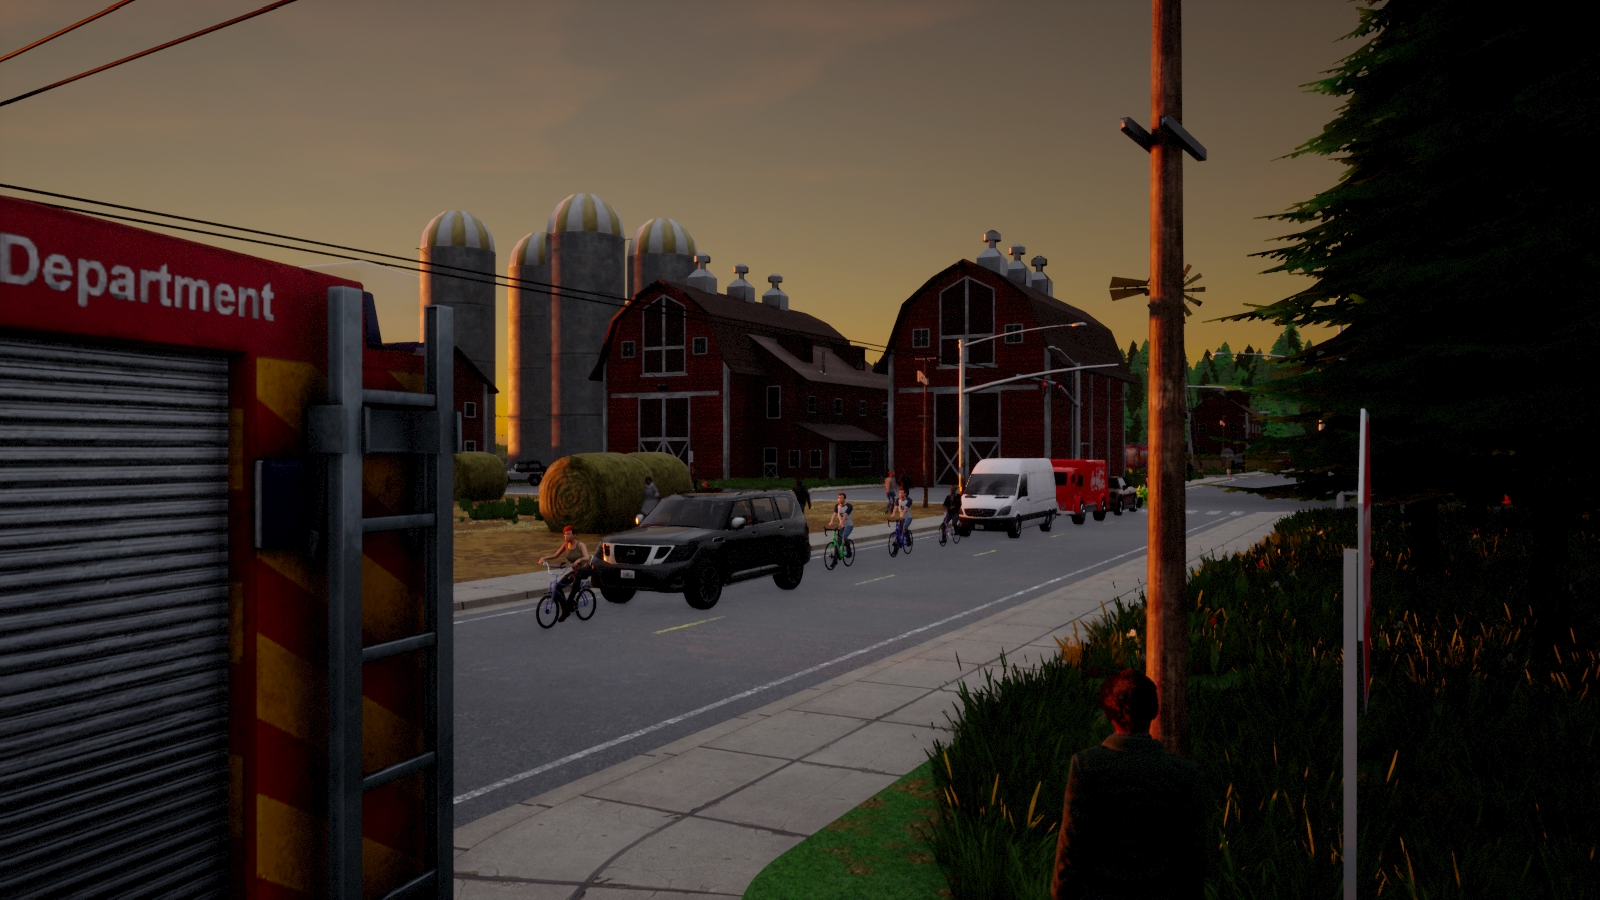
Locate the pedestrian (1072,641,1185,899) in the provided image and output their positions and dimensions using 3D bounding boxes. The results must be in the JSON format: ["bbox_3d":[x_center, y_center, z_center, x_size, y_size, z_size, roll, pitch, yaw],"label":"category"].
[{"bbox_3d":[1.190,1.663,4.146,0.375,1.860,0.375,0,0,16],"label":"pedestrian"}]

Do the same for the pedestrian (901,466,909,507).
[{"bbox_3d":[4.839,1.673,52.570,0.375,1.860,0.375,0,0,7],"label":"pedestrian"}]

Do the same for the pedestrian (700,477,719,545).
[{"bbox_3d":[-2.527,1.690,31.827,0.375,1.860,0.375,0,0,33],"label":"pedestrian"}]

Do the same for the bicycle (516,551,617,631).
[{"bbox_3d":[-3.778,2.256,18.550,0.859,1.080,1.487,0,0,28],"label":"bicycle"}]

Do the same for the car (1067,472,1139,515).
[{"bbox_3d":[13.627,1.903,51.211,2.097,1.767,4.553,0,0,28],"label":"car"}]

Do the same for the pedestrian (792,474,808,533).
[{"bbox_3d":[0.001,1.691,36.392,0.375,1.860,0.375,0,0,27],"label":"pedestrian"}]

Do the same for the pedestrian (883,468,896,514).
[{"bbox_3d":[3.692,1.677,46.913,0.375,1.860,0.375,0,0,42],"label":"pedestrian"}]

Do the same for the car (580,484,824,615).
[{"bbox_3d":[-1.713,1.779,22.400,2.150,2.045,5.566,0,0,27],"label":"car"}]

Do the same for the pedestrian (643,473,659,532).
[{"bbox_3d":[-4.739,1.677,36.370,0.375,1.860,0.375,0,0,28],"label":"pedestrian"}]

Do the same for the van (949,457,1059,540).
[{"bbox_3d":[7.050,1.534,38.930,1.988,2.561,5.915,0,0,28],"label":"van"}]

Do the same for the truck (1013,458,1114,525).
[{"bbox_3d":[10.533,1.568,45.361,2.627,2.467,5.204,0,0,28],"label":"truck"}]

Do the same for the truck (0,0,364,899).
[{"bbox_3d":[-5.935,0.867,3.847,8.468,3.827,2.891,0,0,19],"label":"truck"}]

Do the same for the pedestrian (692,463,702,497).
[{"bbox_3d":[-5.735,1.670,63.543,0.375,1.860,0.375,0,0,29],"label":"pedestrian"}]
